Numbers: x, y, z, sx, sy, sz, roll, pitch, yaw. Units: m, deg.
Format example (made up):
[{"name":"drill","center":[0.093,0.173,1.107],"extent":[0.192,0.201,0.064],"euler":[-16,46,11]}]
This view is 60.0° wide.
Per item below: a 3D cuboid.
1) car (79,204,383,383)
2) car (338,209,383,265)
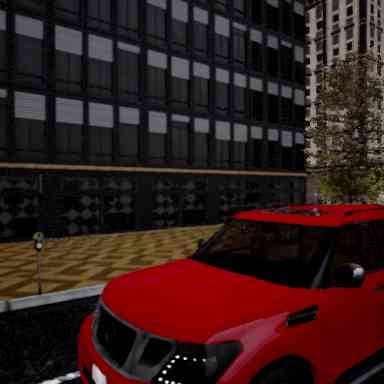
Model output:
[{"name":"car","center":[1.467,1.221,4.419],"extent":[5.566,2.045,2.150],"euler":[0,0,-35]},{"name":"car","center":[7.216,1.441,11.694],"extent":[4.097,1.590,1.967],"euler":[0,-1,-35]}]
